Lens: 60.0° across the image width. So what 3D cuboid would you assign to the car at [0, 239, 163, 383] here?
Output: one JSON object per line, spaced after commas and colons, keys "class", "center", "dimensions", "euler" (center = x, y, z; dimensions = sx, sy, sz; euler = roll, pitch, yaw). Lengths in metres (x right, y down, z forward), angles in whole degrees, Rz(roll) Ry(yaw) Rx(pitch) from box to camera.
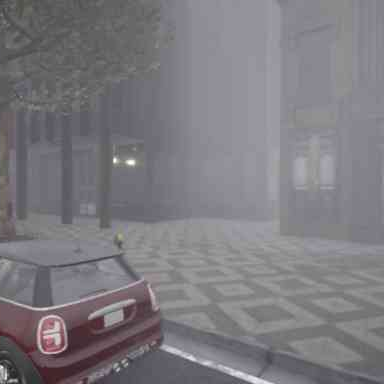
{"class": "car", "center": [-2.447, 1.413, 4.827], "dimensions": [4.097, 1.590, 1.967], "euler": [0, 0, 36]}
